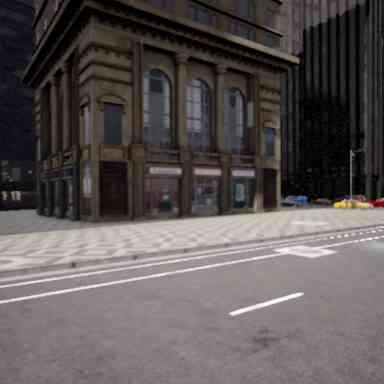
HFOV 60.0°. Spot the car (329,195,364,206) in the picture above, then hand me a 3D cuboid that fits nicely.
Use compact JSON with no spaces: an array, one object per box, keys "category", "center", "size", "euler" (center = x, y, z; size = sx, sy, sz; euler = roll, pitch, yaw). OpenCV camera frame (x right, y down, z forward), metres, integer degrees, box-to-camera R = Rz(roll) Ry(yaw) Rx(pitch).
[{"category":"car","center":[25.303,1.424,53.331],"size":[2.192,1.841,5.009],"euler":[-2,0,-35]}]

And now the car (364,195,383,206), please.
[{"category":"car","center":[28.249,1.584,49.180],"size":[1.887,1.381,4.507],"euler":[-2,0,-35]}]

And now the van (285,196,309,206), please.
[{"category":"van","center":[19.424,1.588,61.635],"size":[1.690,1.788,3.998],"euler":[-2,0,-35]}]

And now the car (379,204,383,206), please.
[{"category":"car","center":[10.936,1.423,15.473],"size":[4.892,1.490,1.837],"euler":[0,0,-35]}]

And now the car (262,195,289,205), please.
[{"category":"car","center":[16.483,1.631,65.786],"size":[2.192,1.841,5.009],"euler":[-2,0,-35]}]

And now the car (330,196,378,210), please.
[{"category":"car","center":[21.388,1.639,44.114],"size":[1.752,1.417,4.829],"euler":[-2,0,-35]}]

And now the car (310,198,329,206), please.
[{"category":"car","center":[22.370,1.760,57.483],"size":[1.802,1.307,4.206],"euler":[-2,0,-35]}]

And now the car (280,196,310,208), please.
[{"category":"car","center":[15.634,1.800,52.220],"size":[2.008,1.369,4.403],"euler":[-2,0,-35]}]
